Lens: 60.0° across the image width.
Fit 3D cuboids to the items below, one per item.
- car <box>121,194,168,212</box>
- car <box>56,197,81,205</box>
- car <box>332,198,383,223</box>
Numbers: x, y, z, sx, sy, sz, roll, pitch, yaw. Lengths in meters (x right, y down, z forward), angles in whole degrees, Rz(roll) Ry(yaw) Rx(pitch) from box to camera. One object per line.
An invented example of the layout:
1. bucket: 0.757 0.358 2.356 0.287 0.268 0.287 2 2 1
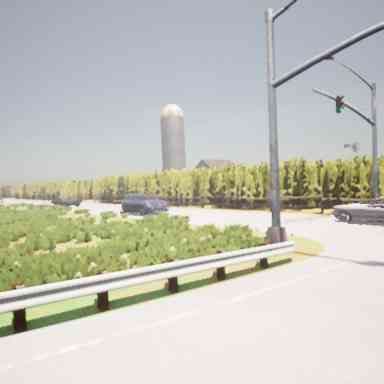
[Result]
1. car: -3.822 0.913 26.464 2.097 1.767 4.553 -4 2 -41
2. car: -14.954 1.235 39.473 1.895 1.301 4.718 -4 2 -41
3. car: 9.414 0.930 16.316 1.895 1.301 4.718 -3 2 -34
